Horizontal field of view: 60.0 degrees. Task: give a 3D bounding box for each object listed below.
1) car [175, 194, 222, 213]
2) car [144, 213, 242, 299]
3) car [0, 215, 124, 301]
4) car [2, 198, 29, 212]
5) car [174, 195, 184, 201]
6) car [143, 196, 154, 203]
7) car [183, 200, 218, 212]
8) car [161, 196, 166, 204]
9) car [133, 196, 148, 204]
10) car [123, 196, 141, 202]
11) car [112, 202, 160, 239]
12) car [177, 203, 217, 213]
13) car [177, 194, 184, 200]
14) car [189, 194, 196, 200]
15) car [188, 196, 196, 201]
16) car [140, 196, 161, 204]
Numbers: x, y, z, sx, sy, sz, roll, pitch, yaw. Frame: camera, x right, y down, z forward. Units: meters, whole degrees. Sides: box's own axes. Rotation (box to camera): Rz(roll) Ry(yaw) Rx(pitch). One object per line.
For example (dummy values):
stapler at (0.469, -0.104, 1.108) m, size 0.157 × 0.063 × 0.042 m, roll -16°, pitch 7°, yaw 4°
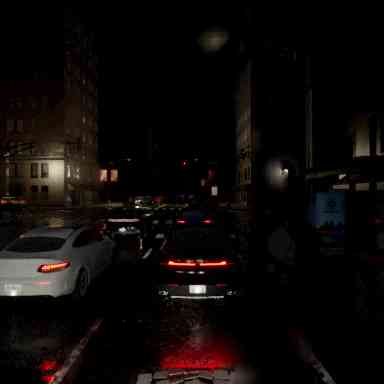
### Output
car at (0.751, 1.378, 35.053) m, size 4.553 × 1.767 × 2.097 m, roll 0°, pitch 0°, yaw -22°
car at (0.101, 1.507, 8.431) m, size 1.837 × 1.490 × 4.892 m, roll 0°, pitch 0°, yaw 0°
car at (-3.148, 1.528, 8.180) m, size 1.812 × 1.442 × 4.674 m, roll 0°, pitch 0°, yaw 0°
car at (-20.819, 1.575, 36.816) m, size 4.718 × 1.301 × 1.895 m, roll 0°, pitch -1°, yaw 0°
car at (-3.164, 1.532, 82.791) m, size 2.128 × 1.511 × 4.902 m, roll 0°, pitch 0°, yaw 0°
car at (-9.674, 1.542, 73.722) m, size 1.812 × 1.442 × 4.674 m, roll 0°, pitch 0°, yaw 0°
car at (1.015, 1.658, 40.123) m, size 4.181 × 1.385 × 1.994 m, roll 0°, pitch -1°, yaw 0°
car at (-6.498, 1.544, 61.946) m, size 1.812 × 1.442 × 4.674 m, roll 0°, pitch 0°, yaw 1°
car at (-9.732, 1.509, 63.508) m, size 2.128 × 1.511 × 4.902 m, roll 0°, pitch 0°, yaw 1°
car at (-9.780, 1.523, 53.379) m, size 1.837 × 1.490 × 4.892 m, roll 0°, pitch 0°, yaw 0°
car at (-3.134, 1.498, 17.446) m, size 2.128 × 1.511 × 4.902 m, roll 0°, pitch 0°, yaw 0°
car at (0.100, 1.532, 17.548) m, size 1.812 × 1.442 × 4.674 m, roll 0°, pitch 0°, yaw 0°
car at (-3.153, 1.316, 93.211) m, size 1.882 × 1.535 × 5.008 m, roll 0°, pitch 0°, yaw 0°
car at (0.097, 1.378, 93.207) m, size 2.033 × 1.411 × 5.357 m, roll 0°, pitch 0°, yaw 0°
car at (0.087, 1.602, 83.235) m, size 1.895 × 1.301 × 4.718 m, roll 0°, pitch 0°, yaw 0°
car at (-6.535, 1.523, 52.922) m, size 1.837 × 1.490 × 4.892 m, roll 0°, pitch 0°, yaw 0°
